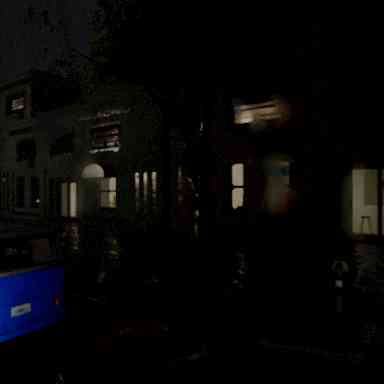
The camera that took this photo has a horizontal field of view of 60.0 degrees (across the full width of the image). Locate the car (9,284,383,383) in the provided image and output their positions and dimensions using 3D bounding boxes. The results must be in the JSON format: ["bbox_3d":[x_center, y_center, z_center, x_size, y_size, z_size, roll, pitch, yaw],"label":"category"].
[{"bbox_3d":[0.658,1.585,2.416,4.206,1.307,1.802,-1,0,36],"label":"car"}]

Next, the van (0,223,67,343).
[{"bbox_3d":[-3.848,1.403,5.657,3.998,1.788,1.690,-1,0,36],"label":"van"}]
